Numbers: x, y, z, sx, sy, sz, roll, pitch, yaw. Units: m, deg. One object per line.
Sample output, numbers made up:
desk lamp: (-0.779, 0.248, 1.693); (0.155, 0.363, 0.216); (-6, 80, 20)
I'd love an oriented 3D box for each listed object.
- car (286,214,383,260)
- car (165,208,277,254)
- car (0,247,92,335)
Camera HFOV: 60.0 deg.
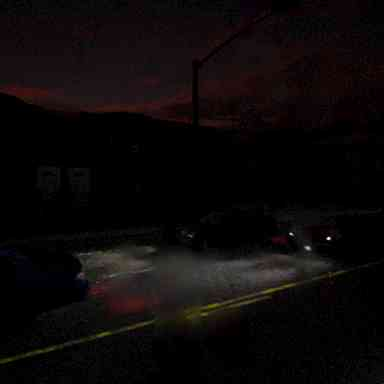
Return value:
car: (5.638, 1.529, 12.272); (4.718, 1.301, 1.895); (-1, 0, -35)
car: (1.285, 1.424, 13.482); (5.008, 1.535, 1.882); (-1, 0, -35)
car: (-4.401, 1.552, 5.151); (5.357, 1.411, 2.033); (0, 0, -36)
